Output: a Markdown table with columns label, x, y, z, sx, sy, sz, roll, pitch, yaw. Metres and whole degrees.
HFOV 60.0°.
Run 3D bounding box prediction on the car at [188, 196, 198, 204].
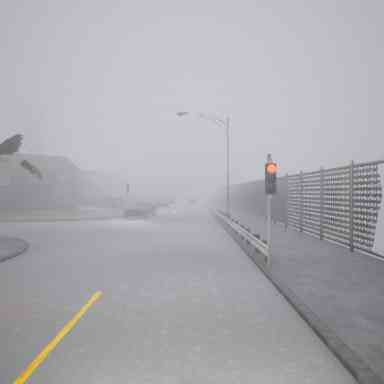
| label | x | y | z | sx | sy | sz | roll | pitch | yaw |
| --- | --- | --- | --- | --- | --- | --- | --- | --- | --- |
| car | 0.117 | 1.547 | 65.361 | 2.033 | 1.411 | 5.357 | 0 | 0 | 0 |

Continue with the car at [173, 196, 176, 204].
| label | x | y | z | sx | sy | sz | roll | pitch | yaw |
| --- | --- | --- | --- | --- | --- | --- | --- | --- | --- |
| car | -4.049 | 1.506 | 61.853 | 1.837 | 1.490 | 4.892 | 0 | 0 | 0 |

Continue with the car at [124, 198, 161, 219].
| label | x | y | z | sx | sy | sz | roll | pitch | yaw |
| --- | --- | --- | --- | --- | --- | --- | --- | --- | --- |
| car | -4.462 | 1.477 | 29.336 | 1.882 | 1.535 | 5.008 | 0 | 0 | 8 |

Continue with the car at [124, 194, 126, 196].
| label | x | y | z | sx | sy | sz | roll | pitch | yaw |
| --- | --- | --- | --- | --- | --- | --- | --- | --- | --- |
| car | -17.260 | 1.134 | 78.260 | 3.633 | 1.501 | 1.845 | 0 | 0 | 0 |

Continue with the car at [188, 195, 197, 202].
| label | x | y | z | sx | sy | sz | roll | pitch | yaw |
| --- | --- | --- | --- | --- | --- | --- | --- | --- | --- |
| car | 0.017 | 1.540 | 78.674 | 2.033 | 1.411 | 5.357 | 0 | 0 | 0 |

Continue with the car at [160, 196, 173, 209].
| label | x | y | z | sx | sy | sz | roll | pitch | yaw |
| --- | --- | --- | --- | --- | --- | --- | --- | --- | --- |
| car | -4.087 | 1.477 | 45.914 | 1.882 | 1.535 | 5.008 | 0 | 0 | 0 |
